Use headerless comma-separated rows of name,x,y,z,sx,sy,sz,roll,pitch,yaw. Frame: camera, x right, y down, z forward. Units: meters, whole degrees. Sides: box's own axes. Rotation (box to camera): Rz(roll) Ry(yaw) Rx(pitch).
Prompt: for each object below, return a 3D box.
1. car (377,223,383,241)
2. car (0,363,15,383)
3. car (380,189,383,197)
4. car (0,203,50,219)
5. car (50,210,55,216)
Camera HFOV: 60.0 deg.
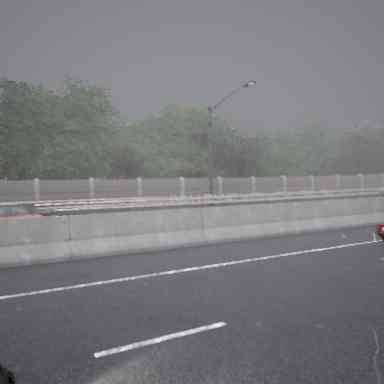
car,8.707,1.201,11.475,4.718,1.301,1.895,-2,1,-27
car,-3.074,1.620,1.510,4.181,1.385,1.994,-2,1,-27
car,24.503,-0.101,38.802,5.566,2.045,2.150,-2,1,-25
car,-8.878,1.345,14.474,4.553,1.767,2.097,-2,1,-27
car,-9.978,1.446,17.848,5.008,1.535,1.882,-2,1,-27
